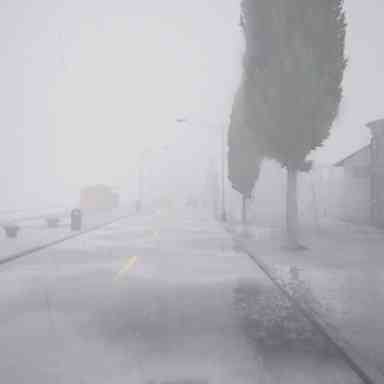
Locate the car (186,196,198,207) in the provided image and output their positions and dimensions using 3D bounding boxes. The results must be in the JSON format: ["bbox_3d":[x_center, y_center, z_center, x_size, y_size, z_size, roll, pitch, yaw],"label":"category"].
[{"bbox_3d":[-0.023,1.767,56.190,1.895,1.301,4.718,0,0,0],"label":"car"}]

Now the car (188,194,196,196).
[{"bbox_3d":[-0.027,1.438,66.195,2.150,2.045,5.566,0,0,0],"label":"car"}]

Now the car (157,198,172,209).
[{"bbox_3d":[-4.025,1.624,49.381,1.882,1.535,5.008,0,0,0],"label":"car"}]
